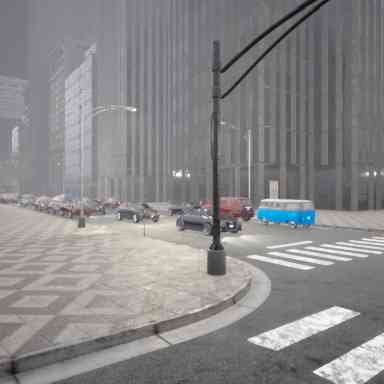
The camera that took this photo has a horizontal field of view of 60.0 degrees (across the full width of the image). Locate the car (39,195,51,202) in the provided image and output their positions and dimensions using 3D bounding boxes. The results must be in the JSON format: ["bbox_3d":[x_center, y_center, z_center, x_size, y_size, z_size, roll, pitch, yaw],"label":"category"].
[{"bbox_3d":[-33.977,1.483,76.726,1.752,1.417,4.829,0,0,-35],"label":"car"}]

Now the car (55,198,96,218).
[{"bbox_3d":[-10.806,1.572,30.566,1.887,1.381,4.507,0,0,-36],"label":"car"}]

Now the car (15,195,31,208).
[{"bbox_3d":[-24.117,1.563,48.777,2.008,1.369,4.403,0,0,-36],"label":"car"}]

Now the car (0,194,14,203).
[{"bbox_3d":[-37.429,1.286,66.990,2.192,1.841,5.009,0,0,-36],"label":"car"}]

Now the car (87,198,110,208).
[{"bbox_3d":[-13.893,1.602,49.237,1.802,1.307,4.206,0,0,-36],"label":"car"}]

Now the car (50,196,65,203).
[{"bbox_3d":[-27.306,1.512,67.589,1.752,1.417,4.829,0,0,-36],"label":"car"}]

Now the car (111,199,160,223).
[{"bbox_3d":[-4.307,1.537,26.028,1.837,1.490,4.892,0,0,-36],"label":"car"}]

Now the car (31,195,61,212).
[{"bbox_3d":[-17.462,1.461,39.672,1.967,1.590,4.097,0,0,-36],"label":"car"}]

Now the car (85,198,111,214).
[{"bbox_3d":[-10.437,1.532,34.427,1.837,1.490,4.892,0,0,-36],"label":"car"}]

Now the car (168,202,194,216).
[{"bbox_3d":[-0.580,1.600,31.024,1.947,1.339,4.313,0,0,-36],"label":"car"}]

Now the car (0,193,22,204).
[{"bbox_3d":[-34.101,1.299,62.436,2.192,1.841,5.009,0,0,-36],"label":"car"}]

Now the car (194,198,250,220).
[{"bbox_3d":[2.748,1.352,26.470,2.192,1.841,5.009,0,0,-36],"label":"car"}]

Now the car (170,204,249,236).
[{"bbox_3d":[0.878,1.600,18.932,1.994,1.385,4.181,0,0,-36],"label":"car"}]

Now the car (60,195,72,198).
[{"bbox_3d":[-20.444,1.576,53.355,1.994,1.385,4.181,0,0,-36],"label":"car"}]

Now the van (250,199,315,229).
[{"bbox_3d":[6.077,1.379,21.916,1.690,1.788,3.998,0,0,-36],"label":"van"}]

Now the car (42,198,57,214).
[{"bbox_3d":[-14.134,1.606,35.119,1.802,1.307,4.206,0,0,-36],"label":"car"}]

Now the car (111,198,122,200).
[{"bbox_3d":[-10.564,1.464,44.683,1.967,1.590,4.097,0,0,-36],"label":"car"}]
